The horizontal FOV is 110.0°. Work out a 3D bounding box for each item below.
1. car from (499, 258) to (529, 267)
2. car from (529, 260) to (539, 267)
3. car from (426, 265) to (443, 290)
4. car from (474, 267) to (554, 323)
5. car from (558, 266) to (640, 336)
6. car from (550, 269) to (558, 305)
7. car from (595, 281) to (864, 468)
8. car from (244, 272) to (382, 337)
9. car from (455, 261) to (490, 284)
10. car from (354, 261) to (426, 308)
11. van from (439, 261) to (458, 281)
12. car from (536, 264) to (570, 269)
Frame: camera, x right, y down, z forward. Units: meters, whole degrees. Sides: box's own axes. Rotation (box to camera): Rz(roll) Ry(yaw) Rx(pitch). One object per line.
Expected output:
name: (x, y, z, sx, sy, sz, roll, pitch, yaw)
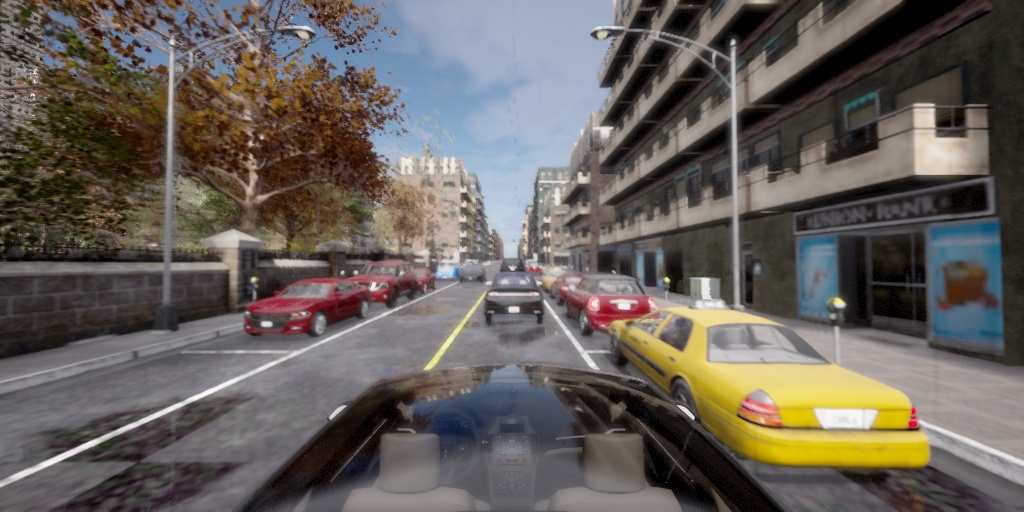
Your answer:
car: (0.070, 1.177, 31.391, 2.150, 2.045, 5.566, 0, 0, 0)
car: (2.628, 1.480, 43.705, 1.967, 1.591, 4.097, 0, 0, 0)
car: (-5.705, 1.433, 21.606, 1.888, 1.381, 4.507, 0, 0, 0)
car: (0.072, 1.317, 12.548, 2.128, 1.511, 4.902, 0, 0, 0)
car: (2.686, 1.250, 10.566, 1.967, 1.591, 4.097, 0, 0, 0)
car: (2.681, 1.431, 16.089, 1.802, 1.307, 4.207, 0, 0, 0)
car: (2.690, 1.298, 5.212, 1.751, 1.417, 4.829, 0, 0, 0)
car: (-5.695, 1.357, 10.559, 1.888, 1.381, 4.507, 0, 0, 0)
car: (-3.121, 1.419, 29.379, 1.882, 1.535, 5.008, 0, 0, 0)
car: (-5.700, 1.164, 16.082, 2.192, 1.841, 5.009, 0, 0, 0)
van: (-5.722, 1.305, 32.652, 1.690, 1.789, 3.998, 0, 0, 0)
car: (2.676, 1.412, 21.782, 1.751, 1.417, 4.829, 0, 0, 0)
